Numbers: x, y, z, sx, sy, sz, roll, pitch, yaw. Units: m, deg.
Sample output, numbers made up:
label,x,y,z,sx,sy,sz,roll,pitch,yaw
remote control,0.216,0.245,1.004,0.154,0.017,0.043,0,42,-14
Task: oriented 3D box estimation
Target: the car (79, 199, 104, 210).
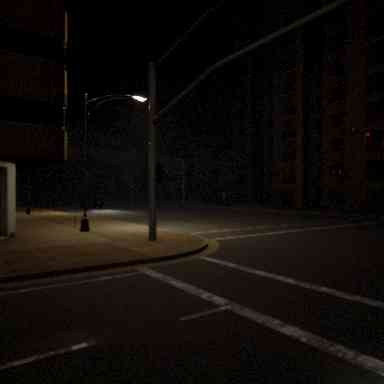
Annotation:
label,x,y,z,sx,sy,sz,roll,pitch,yaw
car,-13.275,1.628,44.012,1.895,1.301,4.718,0,0,-36
